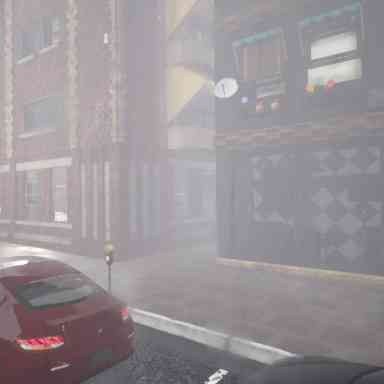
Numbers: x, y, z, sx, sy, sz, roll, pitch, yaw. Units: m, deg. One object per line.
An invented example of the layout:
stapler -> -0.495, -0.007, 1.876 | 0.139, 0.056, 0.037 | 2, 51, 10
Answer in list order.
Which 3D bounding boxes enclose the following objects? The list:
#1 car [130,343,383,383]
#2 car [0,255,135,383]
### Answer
car -> 1.975, 1.566, 1.439 | 4.313, 1.339, 1.947 | 0, -1, 35
car -> -2.633, 1.583, 4.720 | 4.206, 1.307, 1.802 | 0, -1, 35
